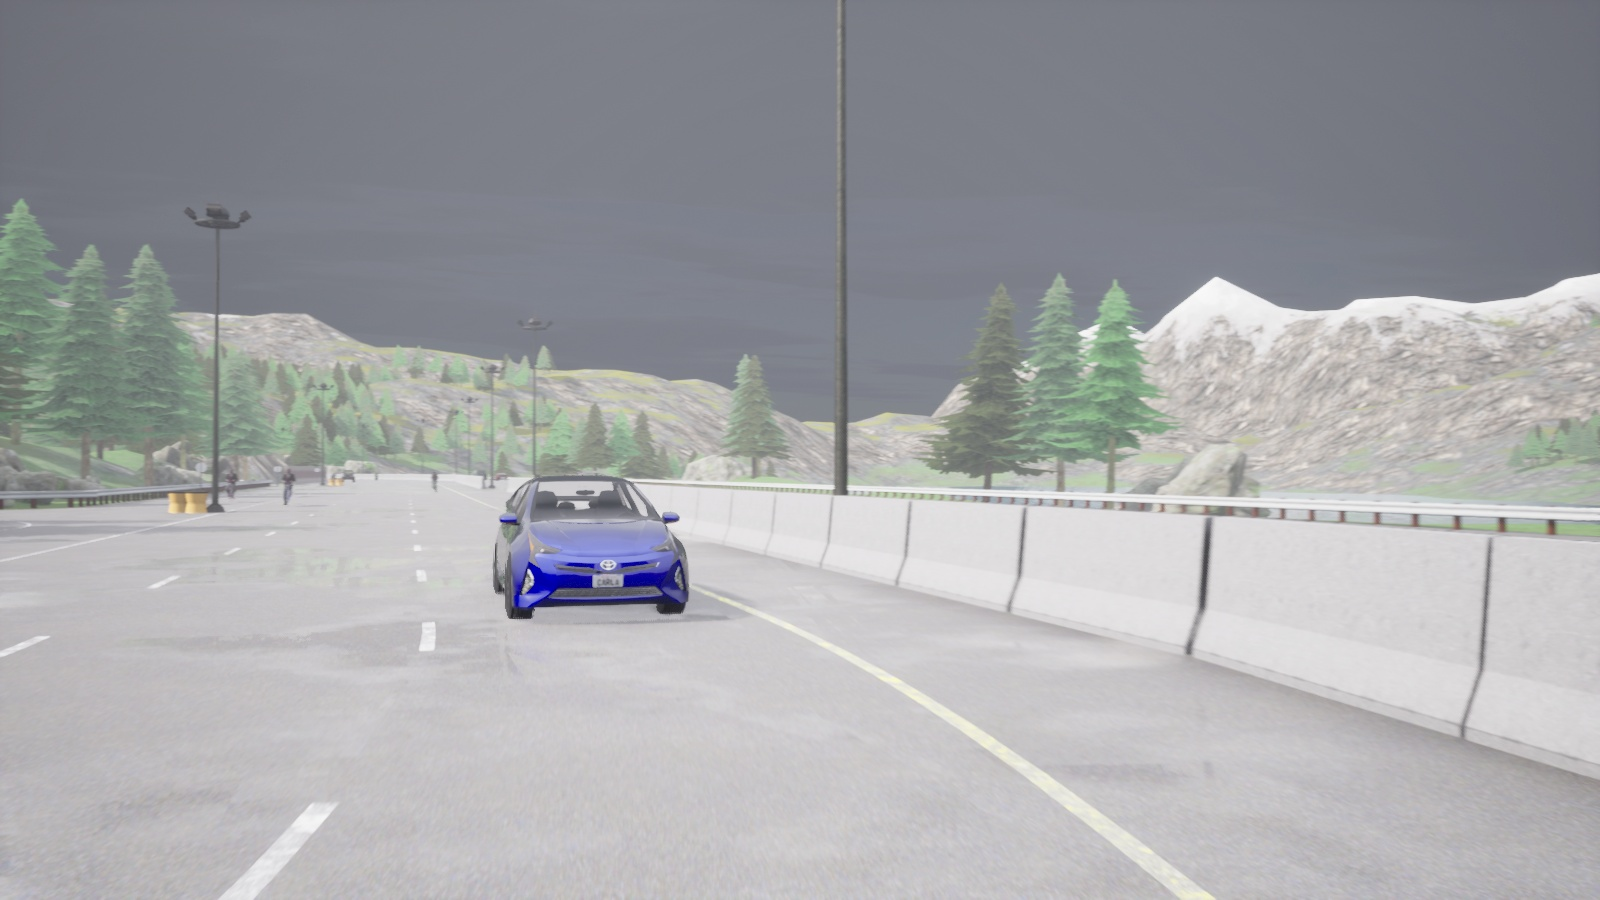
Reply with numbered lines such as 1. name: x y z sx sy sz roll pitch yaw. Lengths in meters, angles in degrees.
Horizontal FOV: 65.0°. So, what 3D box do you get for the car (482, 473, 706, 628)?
1. car: -2.611 1.048 14.910 2.007 1.525 4.514 0 -1 -17
